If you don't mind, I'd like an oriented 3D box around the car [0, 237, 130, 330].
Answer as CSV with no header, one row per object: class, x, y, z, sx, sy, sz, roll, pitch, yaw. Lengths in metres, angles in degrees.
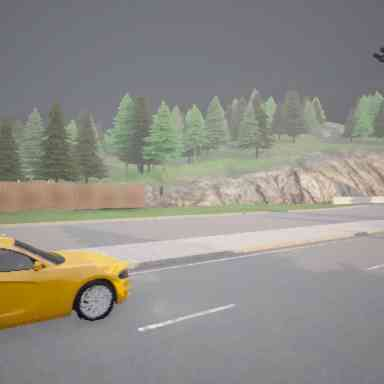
car,-3.495,1.478,5.552,5.008,1.535,1.882,0,0,-35
